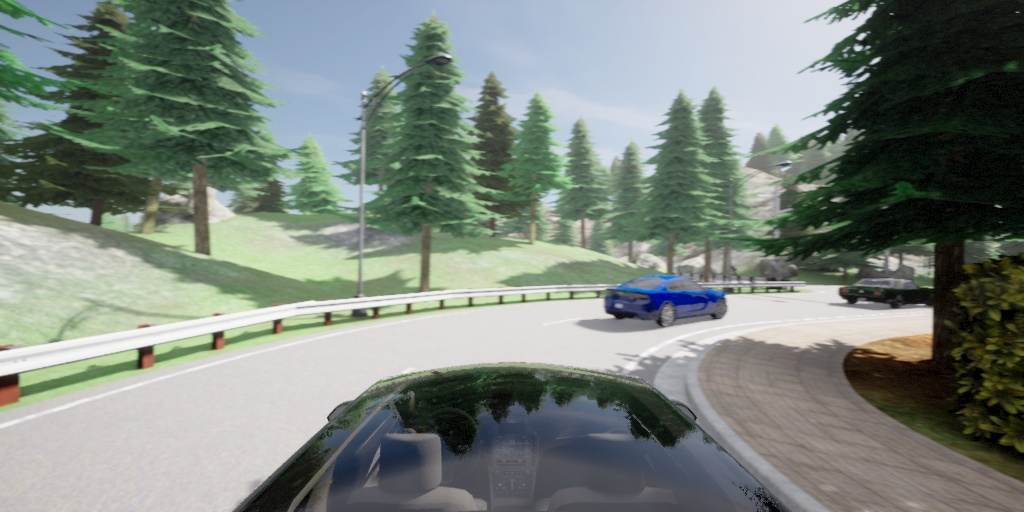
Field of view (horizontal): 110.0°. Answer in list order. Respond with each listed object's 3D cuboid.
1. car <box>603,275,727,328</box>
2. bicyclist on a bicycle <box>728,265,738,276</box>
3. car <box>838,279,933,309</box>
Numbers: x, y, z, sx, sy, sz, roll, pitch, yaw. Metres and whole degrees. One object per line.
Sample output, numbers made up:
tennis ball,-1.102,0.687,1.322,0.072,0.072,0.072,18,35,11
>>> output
car,5.319,1.390,12.197,5.008,1.535,1.882,1,0,-33
bicyclist on a bicycle,27.047,1.939,43.904,1.656,1.620,0.582,-5,-1,-21
car,18.423,1.768,17.474,4.718,1.301,1.895,1,0,-20
